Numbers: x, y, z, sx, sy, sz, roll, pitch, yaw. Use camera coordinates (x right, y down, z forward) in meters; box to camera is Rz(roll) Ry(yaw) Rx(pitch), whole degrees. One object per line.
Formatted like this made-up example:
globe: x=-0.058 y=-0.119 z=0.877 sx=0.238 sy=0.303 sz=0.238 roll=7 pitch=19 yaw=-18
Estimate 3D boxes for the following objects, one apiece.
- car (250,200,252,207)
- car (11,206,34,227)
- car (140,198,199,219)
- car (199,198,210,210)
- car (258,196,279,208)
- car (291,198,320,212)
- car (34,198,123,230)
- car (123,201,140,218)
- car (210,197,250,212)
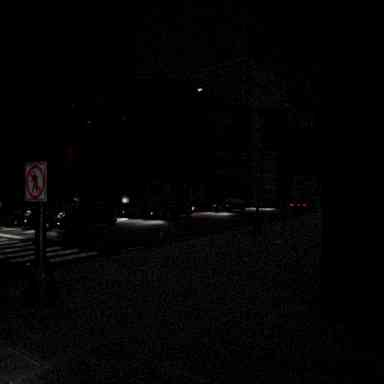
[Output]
car: x=6.482 y=1.396 z=45.055 sx=1.994 sy=1.385 sz=4.181 roll=0 pitch=0 yaw=36
car: x=-9.601 y=1.302 z=22.389 sx=2.097 sy=1.767 sz=4.553 roll=0 pitch=0 yaw=35
car: x=-1.742 y=1.411 z=27.865 sx=1.837 sy=1.490 sz=4.892 roll=0 pitch=0 yaw=35
car: x=0.782 y=1.421 z=37.061 sx=2.033 sy=1.411 sz=5.357 roll=0 pitch=0 yaw=35
car: x=10.252 y=1.323 z=44.777 sx=1.837 sy=1.490 sz=4.892 roll=0 pitch=0 yaw=34
car: x=12.410 y=1.377 z=36.267 sx=2.033 sy=1.411 sz=5.357 roll=0 pitch=0 yaw=35
car: x=-6.877 y=1.295 z=20.610 sx=2.097 sy=1.767 sz=4.553 roll=0 pitch=0 yaw=35
car: x=-4.611 y=1.477 z=29.448 sx=1.994 sy=1.385 sz=4.181 roll=0 pitch=0 yaw=35
car: x=4.213 y=1.388 z=36.273 sx=1.812 sy=1.442 sz=4.674 roll=0 pitch=0 yaw=36
